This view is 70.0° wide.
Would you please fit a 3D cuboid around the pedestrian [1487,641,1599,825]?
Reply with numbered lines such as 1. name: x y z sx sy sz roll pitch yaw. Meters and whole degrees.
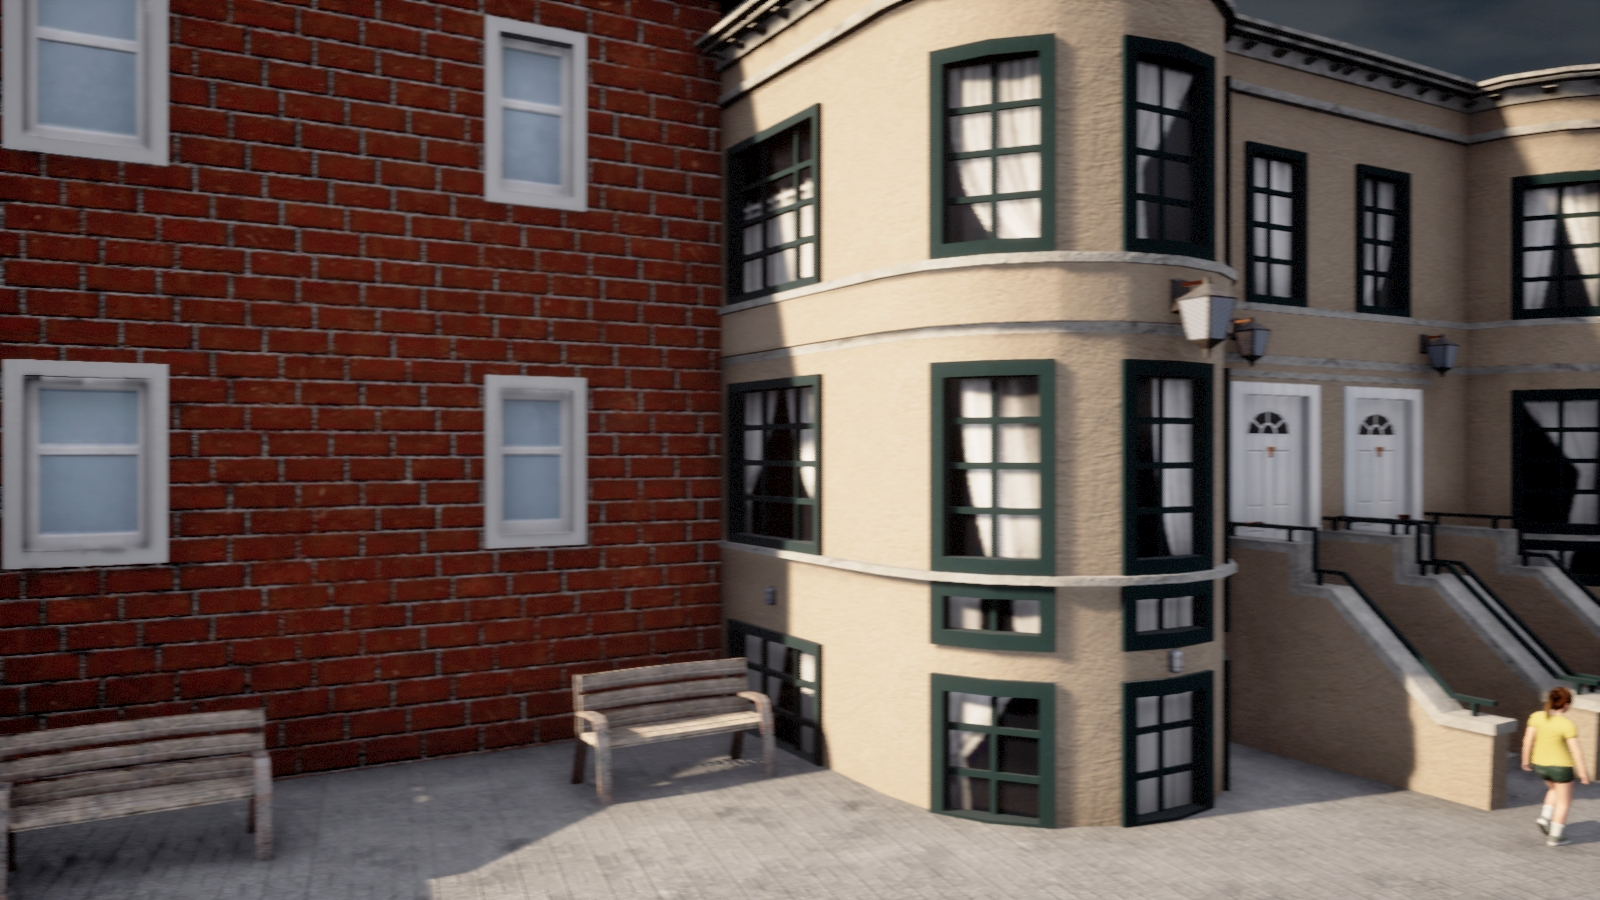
1. pedestrian: 5.110 1.908 7.815 0.500 1.100 0.500 0 0 -22
